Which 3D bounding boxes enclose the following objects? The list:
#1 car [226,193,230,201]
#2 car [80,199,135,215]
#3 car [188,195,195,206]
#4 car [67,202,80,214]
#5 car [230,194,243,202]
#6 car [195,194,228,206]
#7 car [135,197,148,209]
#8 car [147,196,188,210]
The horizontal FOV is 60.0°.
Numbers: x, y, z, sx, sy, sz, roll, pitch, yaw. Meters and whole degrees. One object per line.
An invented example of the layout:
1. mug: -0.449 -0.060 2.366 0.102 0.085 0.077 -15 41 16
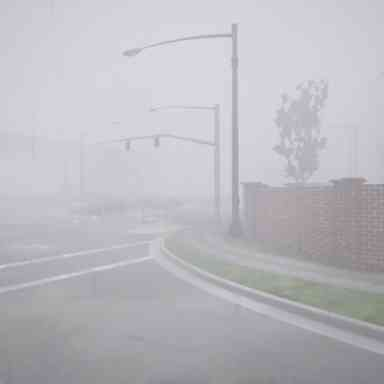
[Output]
1. car: 6.060 1.038 59.096 1.837 1.490 4.892 0 1 37
2. car: -8.516 1.484 33.967 1.837 1.490 4.892 0 1 36
3. car: -0.146 1.213 50.893 1.882 1.535 5.008 0 1 37
4. car: -11.250 1.522 36.149 1.812 1.442 4.674 0 0 37
5. car: 9.053 1.016 57.248 1.837 1.490 4.892 0 1 37
6. car: 2.953 1.312 49.198 1.895 1.301 4.718 0 1 37
7. car: -5.864 1.391 43.307 1.837 1.490 4.892 0 1 37
8. car: -2.951 1.392 41.363 1.812 1.442 4.674 -1 0 37
